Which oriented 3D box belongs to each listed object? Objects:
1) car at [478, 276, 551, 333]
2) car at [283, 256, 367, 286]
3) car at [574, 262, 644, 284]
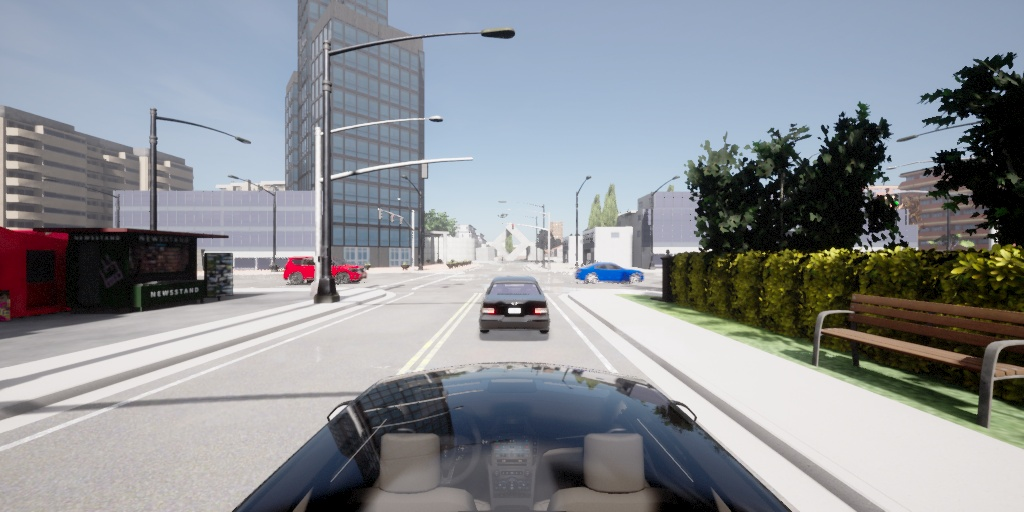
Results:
[{"bbox_3d":[0.069,1.297,10.718,2.033,1.411,5.357,0,0,0],"label":"car"},{"bbox_3d":[-13.573,1.048,26.150,5.566,2.045,2.150,0,0,0],"label":"car"},{"bbox_3d":[7.095,1.226,26.321,5.008,1.535,1.882,0,0,0],"label":"car"}]
